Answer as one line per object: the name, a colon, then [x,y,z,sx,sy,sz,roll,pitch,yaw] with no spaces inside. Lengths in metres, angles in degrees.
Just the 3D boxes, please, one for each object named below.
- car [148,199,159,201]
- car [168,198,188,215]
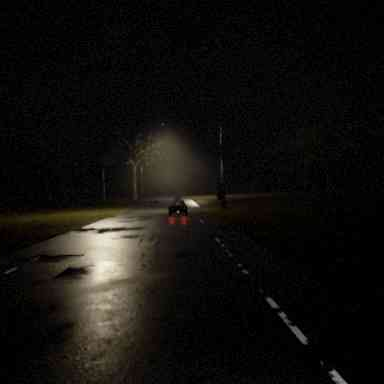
car: [-5.695,1.268,50.240,1.895,1.301,4.718,-2,1,-3]
car: [-1.443,1.623,34.221,1.895,1.301,4.718,-2,0,-2]
